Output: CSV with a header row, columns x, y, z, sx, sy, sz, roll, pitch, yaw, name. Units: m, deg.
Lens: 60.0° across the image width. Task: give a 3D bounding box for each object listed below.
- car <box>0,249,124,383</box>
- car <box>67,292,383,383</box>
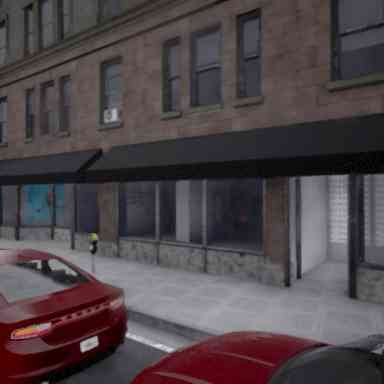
x,y,z,sx,sy,sz,roll,pitch,yaw,name
-2.943,1.527,4.955,4.507,1.381,1.887,0,0,35,car
1.529,1.546,1.767,4.507,1.381,1.887,0,0,35,car
